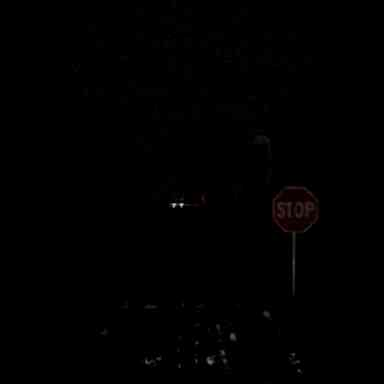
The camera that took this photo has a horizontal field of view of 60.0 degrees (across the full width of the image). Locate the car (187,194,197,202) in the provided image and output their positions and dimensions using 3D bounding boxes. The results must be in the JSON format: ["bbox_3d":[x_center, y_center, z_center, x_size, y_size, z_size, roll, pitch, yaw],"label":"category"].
[{"bbox_3d":[0.008,1.332,73.111,2.097,1.767,4.553,0,0,0],"label":"car"}]

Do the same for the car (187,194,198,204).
[{"bbox_3d":[0.009,1.560,63.122,1.812,1.442,4.674,0,0,0],"label":"car"}]

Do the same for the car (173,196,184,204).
[{"bbox_3d":[-2.741,1.592,67.320,1.812,1.442,4.674,0,0,0],"label":"car"}]
